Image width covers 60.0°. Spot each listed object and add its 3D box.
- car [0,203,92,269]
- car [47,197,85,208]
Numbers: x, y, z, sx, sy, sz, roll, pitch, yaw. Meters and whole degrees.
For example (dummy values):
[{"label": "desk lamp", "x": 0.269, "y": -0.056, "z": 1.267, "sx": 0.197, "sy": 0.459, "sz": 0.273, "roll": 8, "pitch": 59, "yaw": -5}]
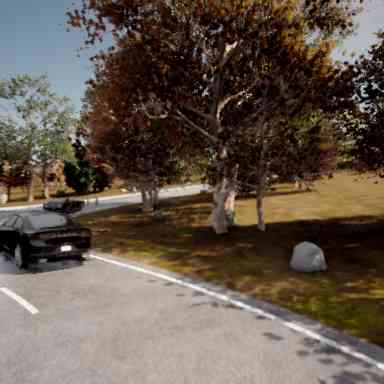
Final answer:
[{"label": "car", "x": -5.058, "y": 1.356, "z": 10.922, "sx": 1.882, "sy": 1.535, "sz": 5.008, "roll": 0, "pitch": 1, "yaw": -41}, {"label": "car", "x": -11.591, "y": 1.143, "z": 30.508, "sx": 1.895, "sy": 1.301, "sz": 4.718, "roll": 0, "pitch": 2, "yaw": 5}]
